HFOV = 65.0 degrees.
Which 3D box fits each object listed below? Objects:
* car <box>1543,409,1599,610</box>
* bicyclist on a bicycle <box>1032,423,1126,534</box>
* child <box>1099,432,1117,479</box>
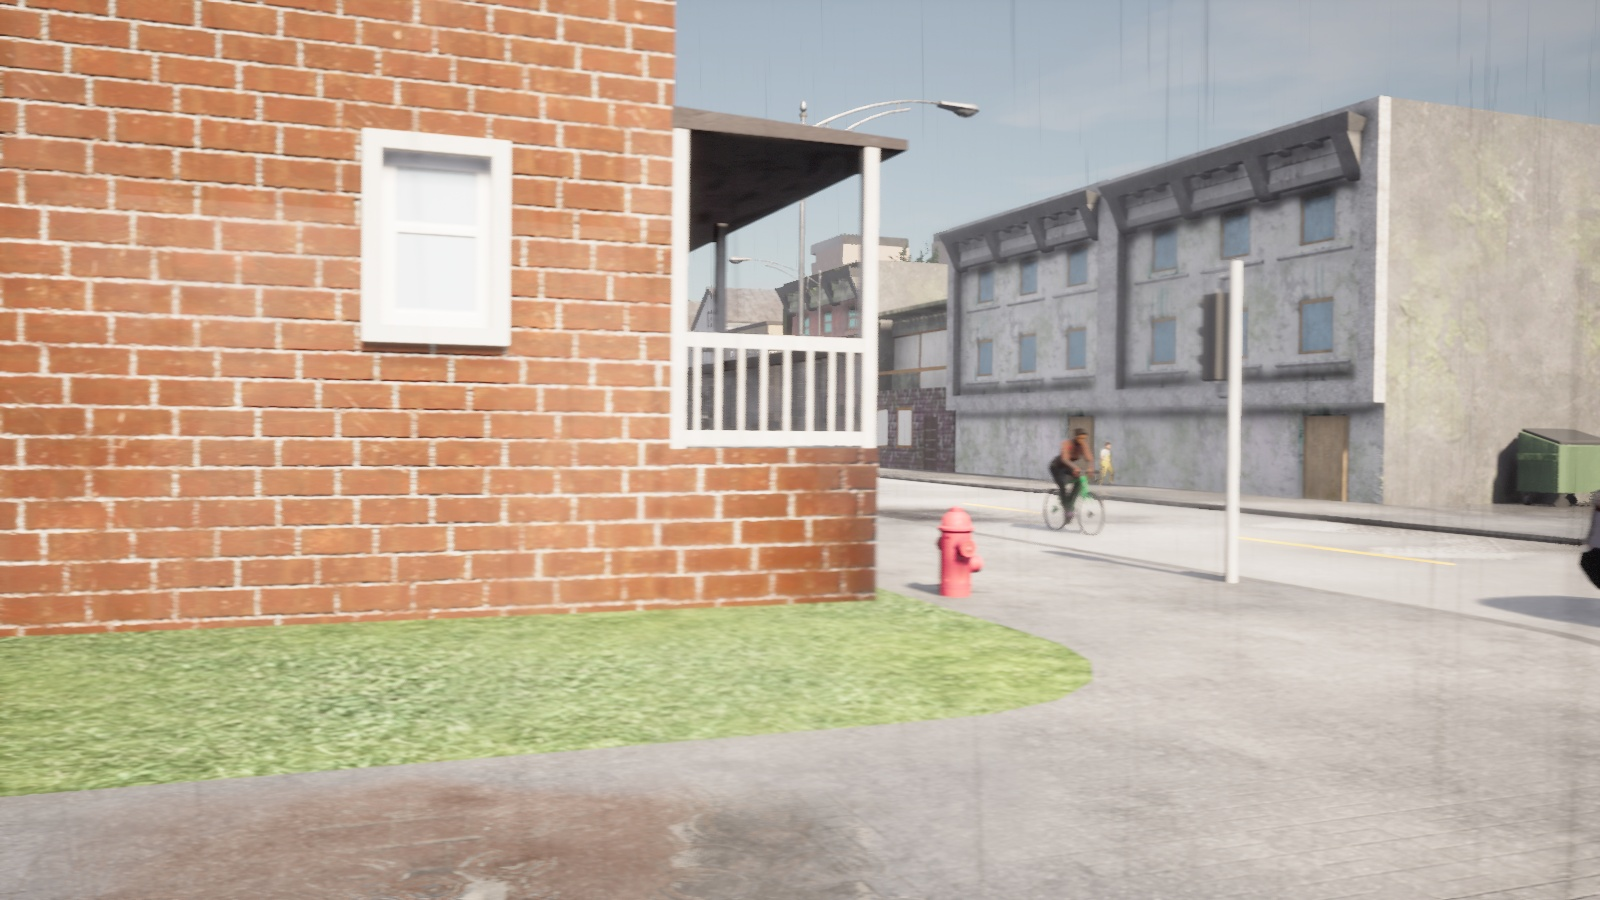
[{"bbox_3d":[8.165,0.499,8.843,2.033,1.649,4.856,-1,1,-20],"label":"car"},{"bbox_3d":[4.253,0.395,19.235,0.582,1.620,1.656,-1,1,-21],"label":"bicyclist on a bicycle"},{"bbox_3d":[8.370,0.148,34.110,0.270,1.263,0.437,-1,1,-20],"label":"child"}]
